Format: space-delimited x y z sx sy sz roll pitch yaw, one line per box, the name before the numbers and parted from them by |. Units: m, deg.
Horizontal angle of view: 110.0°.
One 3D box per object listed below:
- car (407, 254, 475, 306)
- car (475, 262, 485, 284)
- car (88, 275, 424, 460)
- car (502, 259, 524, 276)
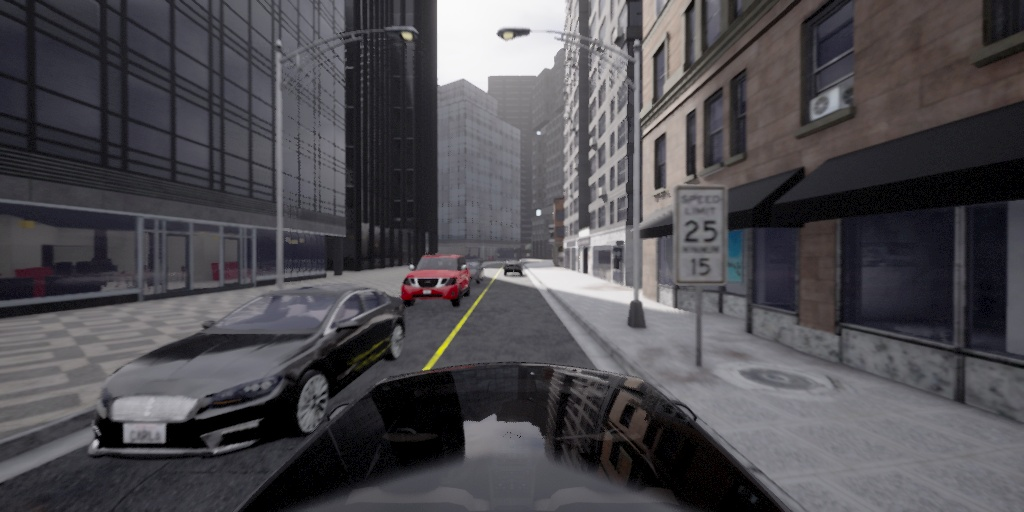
car | -3.093 0.940 15.804 2.150 2.045 5.566 0 0 0
car | -3.070 1.151 26.228 2.128 1.511 4.902 0 0 0
car | -3.093 1.239 5.490 2.128 1.511 4.902 0 0 0
car | 0.119 1.103 35.301 1.837 1.490 4.892 0 1 0
